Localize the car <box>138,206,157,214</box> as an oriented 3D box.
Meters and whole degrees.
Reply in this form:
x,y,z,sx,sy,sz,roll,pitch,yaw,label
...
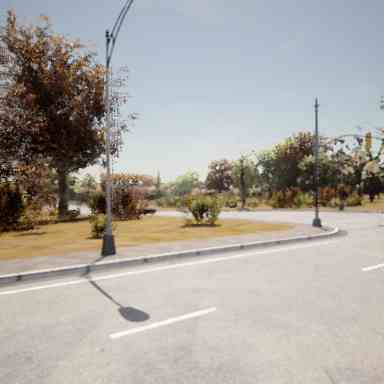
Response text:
x,y,z,sx,sy,sz,roll,pitch,yaw,label
-6.904,2.713,49.182,1.895,1.301,4.718,0,-3,-32,car
